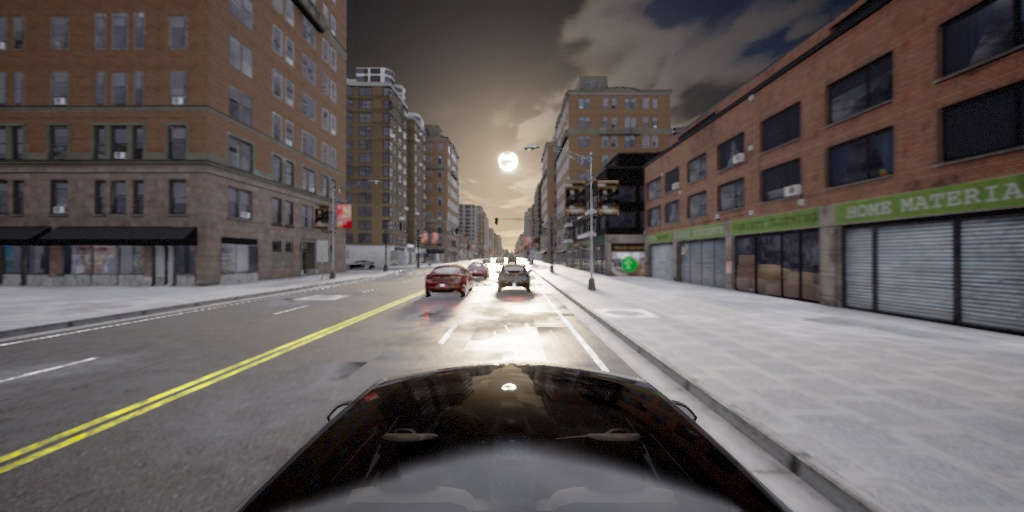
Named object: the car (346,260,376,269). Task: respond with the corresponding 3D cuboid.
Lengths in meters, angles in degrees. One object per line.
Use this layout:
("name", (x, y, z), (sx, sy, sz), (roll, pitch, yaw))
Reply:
("car", (-22.139, 1.272, 52.358), (4.313, 1.339, 1.948), (0, 0, 0))

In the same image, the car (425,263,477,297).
("car", (-3.145, 1.204, 18.631), (1.882, 1.535, 5.008), (0, -1, 0))

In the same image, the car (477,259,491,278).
("car", (-3.140, 1.271, 32.574), (1.994, 1.385, 4.181), (0, 0, 0))

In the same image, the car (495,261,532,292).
("car", (0.106, 1.227, 21.076), (1.837, 1.490, 4.892), (0, 0, 0))
